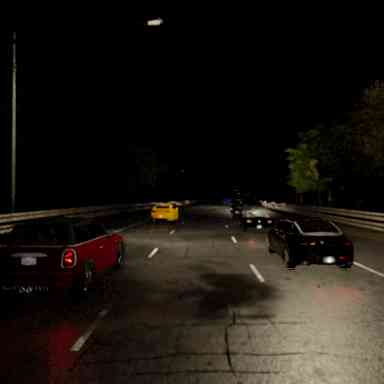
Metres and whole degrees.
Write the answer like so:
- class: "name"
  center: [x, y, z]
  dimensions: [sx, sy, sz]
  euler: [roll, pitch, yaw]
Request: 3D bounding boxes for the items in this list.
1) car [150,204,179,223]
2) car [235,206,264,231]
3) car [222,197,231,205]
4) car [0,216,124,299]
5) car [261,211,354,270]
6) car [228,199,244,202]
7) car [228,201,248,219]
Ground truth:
- class: "car"
  center: [-2.295, 1.789, 28.666]
  dimensions: [1.882, 1.535, 5.008]
  euler: [0, -1, 4]
- class: "car"
  center: [4.157, 1.833, 22.203]
  dimensions: [1.895, 1.301, 4.718]
  euler: [0, -1, 3]
- class: "car"
  center: [8.708, 2.561, 85.953]
  dimensions: [1.882, 1.535, 5.008]
  euler: [0, 0, 9]
- class: "car"
  center: [-3.244, 1.442, 8.840]
  dimensions: [2.097, 1.767, 4.553]
  euler: [0, -1, 1]
- class: "car"
  center: [3.832, 1.628, 11.519]
  dimensions: [1.837, 1.490, 4.892]
  euler: [0, 0, 2]
- class: "car"
  center: [5.967, 2.070, 43.630]
  dimensions: [1.882, 1.535, 5.008]
  euler: [0, -1, 6]
- class: "car"
  center: [4.918, 1.935, 32.916]
  dimensions: [2.033, 1.411, 5.357]
  euler: [0, -1, 5]
